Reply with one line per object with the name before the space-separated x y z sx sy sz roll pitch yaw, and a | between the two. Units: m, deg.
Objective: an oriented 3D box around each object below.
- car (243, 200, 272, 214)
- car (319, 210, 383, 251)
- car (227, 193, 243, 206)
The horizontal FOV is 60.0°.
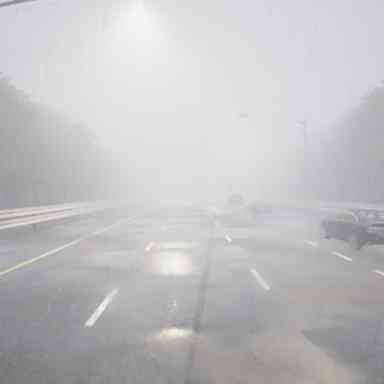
car | 6.996 1.569 34.884 1.994 1.385 4.181 0 0 0
car | 7.000 1.492 14.019 2.128 1.511 4.902 0 0 0
car | 6.999 1.253 53.888 2.150 2.045 5.566 0 0 0
